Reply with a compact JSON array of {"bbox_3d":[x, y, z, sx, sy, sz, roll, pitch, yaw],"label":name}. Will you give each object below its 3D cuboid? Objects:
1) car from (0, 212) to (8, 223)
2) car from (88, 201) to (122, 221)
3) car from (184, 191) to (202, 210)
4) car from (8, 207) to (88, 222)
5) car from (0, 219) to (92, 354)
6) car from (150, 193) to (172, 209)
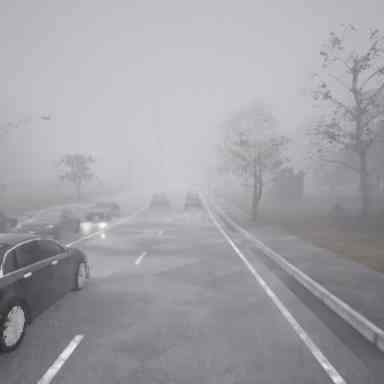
[{"bbox_3d":[-10.599,1.616,16.293,1.895,1.301,4.718,0,0,0],"label":"car"},{"bbox_3d":[-7.090,1.468,27.273,2.033,1.411,5.357,0,2,0],"label":"car"},{"bbox_3d":[0.102,1.028,36.344,2.128,1.511,4.902,0,3,0],"label":"car"},{"bbox_3d":[-7.098,1.541,17.012,1.812,1.442,4.674,0,0,0],"label":"car"},{"bbox_3d":[-3.401,1.511,6.075,1.837,1.490,4.892,0,0,0],"label":"car"},{"bbox_3d":[-3.400,0.855,36.973,2.097,1.767,4.553,0,3,0],"label":"car"}]
